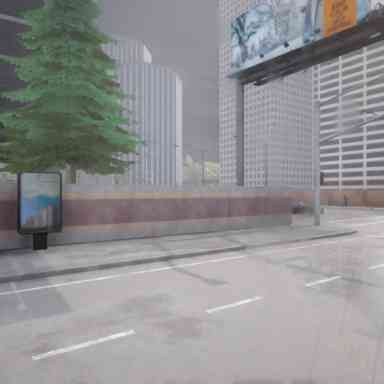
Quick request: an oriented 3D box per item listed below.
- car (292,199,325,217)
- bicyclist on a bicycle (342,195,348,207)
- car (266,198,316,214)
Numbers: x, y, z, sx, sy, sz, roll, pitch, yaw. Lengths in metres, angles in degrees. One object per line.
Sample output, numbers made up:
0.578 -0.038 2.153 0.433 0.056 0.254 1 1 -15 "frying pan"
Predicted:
9.974 1.478 31.227 1.882 1.535 5.008 0 0 -35 "car"
21.307 1.300 46.345 1.656 1.620 0.582 0 0 -35 "bicyclist on a bicycle"
10.713 1.491 36.242 2.128 1.511 4.902 0 0 -35 "car"
